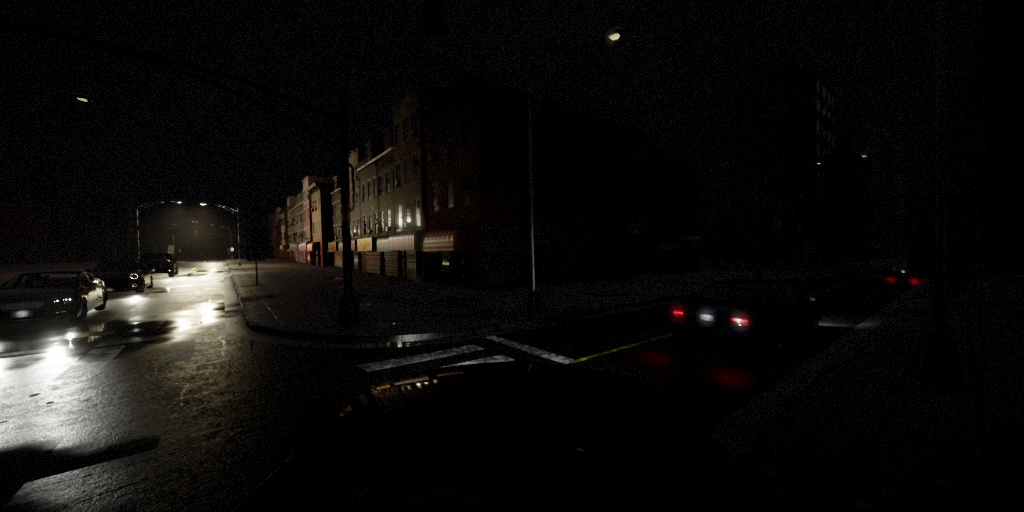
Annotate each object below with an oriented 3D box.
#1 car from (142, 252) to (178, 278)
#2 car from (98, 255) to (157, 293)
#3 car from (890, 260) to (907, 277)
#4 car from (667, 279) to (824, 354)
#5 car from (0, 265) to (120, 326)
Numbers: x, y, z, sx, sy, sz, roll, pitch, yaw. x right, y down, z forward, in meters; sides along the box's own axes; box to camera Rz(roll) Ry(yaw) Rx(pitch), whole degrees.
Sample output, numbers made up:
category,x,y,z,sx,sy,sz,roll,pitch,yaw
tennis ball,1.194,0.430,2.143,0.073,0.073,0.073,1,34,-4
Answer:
category,x,y,z,sx,sy,sz,roll,pitch,yaw
car,-29.286,0.718,29.634,2.150,2.045,5.566,-2,2,-39
car,-20.444,1.001,18.664,2.097,1.767,4.553,-2,2,-39
car,33.490,1.019,29.866,4.674,1.442,1.812,0,0,-28
car,5.872,1.268,8.767,5.357,1.411,2.033,0,0,-39
car,-14.534,1.241,11.329,2.128,1.511,4.902,-2,2,-40
